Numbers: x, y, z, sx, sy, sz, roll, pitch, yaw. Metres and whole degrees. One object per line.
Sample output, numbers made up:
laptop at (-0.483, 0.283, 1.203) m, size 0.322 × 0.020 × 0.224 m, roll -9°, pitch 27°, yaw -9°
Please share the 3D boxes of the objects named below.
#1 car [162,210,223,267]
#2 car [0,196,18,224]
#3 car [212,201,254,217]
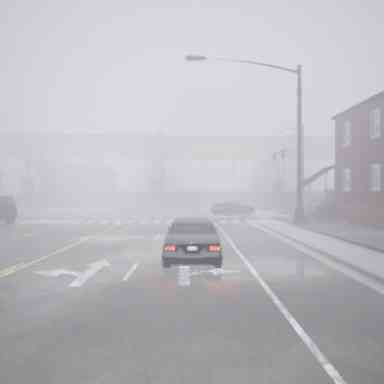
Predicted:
car at (0.007, 1.581, 11.493) m, size 2.033 × 1.411 × 5.357 m, roll 0°, pitch 0°, yaw 0°
car at (-14.002, 1.285, 22.466) m, size 2.150 × 2.045 × 5.566 m, roll 0°, pitch 0°, yaw 0°
car at (4.055, 1.589, 32.328) m, size 4.902 × 1.511 × 2.128 m, roll 0°, pitch -1°, yaw -42°
